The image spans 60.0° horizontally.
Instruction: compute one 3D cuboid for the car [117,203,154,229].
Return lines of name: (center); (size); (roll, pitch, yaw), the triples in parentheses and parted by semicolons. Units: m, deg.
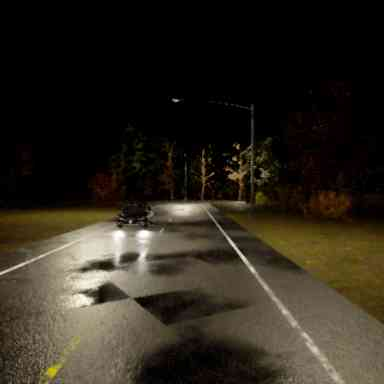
car: (-3.598, 1.491, 21.832); (1.837, 1.490, 4.892); (0, 0, 0)
